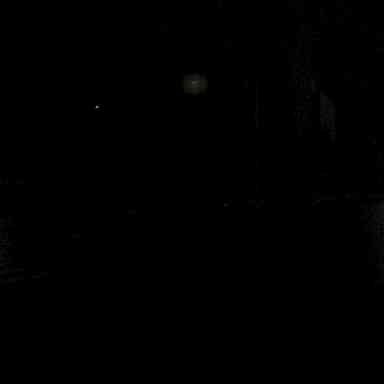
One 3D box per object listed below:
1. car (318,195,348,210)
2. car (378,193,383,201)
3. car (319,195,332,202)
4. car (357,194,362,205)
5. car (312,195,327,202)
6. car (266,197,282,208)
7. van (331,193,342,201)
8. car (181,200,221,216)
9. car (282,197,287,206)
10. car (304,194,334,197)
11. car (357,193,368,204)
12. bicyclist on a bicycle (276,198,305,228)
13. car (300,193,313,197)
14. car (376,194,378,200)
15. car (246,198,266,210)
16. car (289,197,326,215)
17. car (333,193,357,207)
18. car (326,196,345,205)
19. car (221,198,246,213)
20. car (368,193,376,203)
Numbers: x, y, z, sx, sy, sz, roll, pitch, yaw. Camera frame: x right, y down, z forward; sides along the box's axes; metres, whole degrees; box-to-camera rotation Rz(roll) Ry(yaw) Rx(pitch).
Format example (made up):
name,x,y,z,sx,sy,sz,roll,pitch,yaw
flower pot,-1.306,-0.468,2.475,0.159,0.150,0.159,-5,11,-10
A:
name,x,y,z,sx,sy,sz,roll,pitch,yaw
car,17.275,1.374,40.709,1.887,1.381,4.507,0,0,35
car,42.969,1.355,77.785,1.802,1.307,4.206,-1,0,35
car,29.545,1.421,73.380,1.802,1.307,4.206,0,0,35
car,23.699,1.375,49.977,1.947,1.339,4.313,0,0,35
car,26.334,1.412,68.746,1.947,1.339,4.313,0,0,35
car,10.175,1.420,45.429,1.752,1.417,4.829,0,0,35
van,35.968,1.179,82.653,1.690,1.788,3.998,-1,0,35
car,0.636,1.518,31.663,1.802,1.307,4.206,0,0,35
car,13.484,1.449,50.205,1.947,1.339,4.313,0,0,35
car,17.422,1.333,45.431,2.128,1.511,4.902,-1,0,35
car,26.910,1.115,54.613,2.192,1.841,5.009,0,0,35
bicyclist on a bicycle,5.379,1.175,18.341,1.656,1.620,0.582,-1,0,35
car,19.909,1.409,59.475,1.887,1.381,4.507,0,0,35
car,36.643,1.299,68.656,1.752,1.417,4.829,0,0,35
car,7.060,1.488,40.934,1.802,1.307,4.206,0,0,35
car,10.852,1.421,31.439,1.947,1.339,4.313,0,0,35
car,20.486,1.133,45.344,2.192,1.841,5.009,0,0,35
car,23.280,1.349,53.887,1.812,1.442,4.674,-1,0,35
car,3.847,1.360,36.298,1.967,1.590,4.097,0,0,35
car,33.334,1.096,63.883,2.192,1.841,5.009,0,0,35
